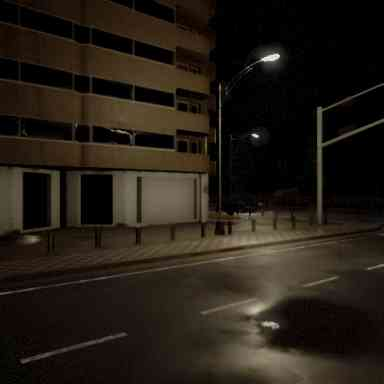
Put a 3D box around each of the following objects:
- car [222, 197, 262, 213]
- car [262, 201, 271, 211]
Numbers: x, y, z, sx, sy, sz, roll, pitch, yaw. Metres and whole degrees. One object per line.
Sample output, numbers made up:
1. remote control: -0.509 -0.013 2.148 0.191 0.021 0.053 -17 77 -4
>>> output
1. car: 5.268 1.569 37.521 1.812 1.442 4.674 0 0 -36
2. car: 7.427 1.394 40.482 2.097 1.767 4.553 0 0 -36
